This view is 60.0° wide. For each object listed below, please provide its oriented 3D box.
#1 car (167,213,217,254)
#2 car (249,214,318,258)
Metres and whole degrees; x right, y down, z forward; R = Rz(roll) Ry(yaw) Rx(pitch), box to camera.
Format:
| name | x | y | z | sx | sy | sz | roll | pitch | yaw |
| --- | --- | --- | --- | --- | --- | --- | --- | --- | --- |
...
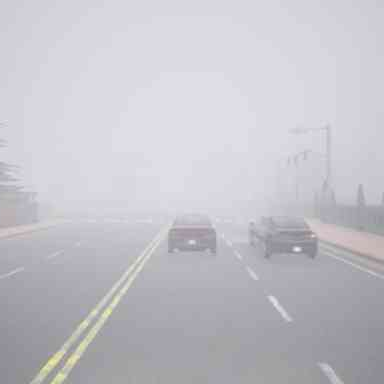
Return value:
| name | x | y | z | sx | sy | sz | roll | pitch | yaw |
| --- | --- | --- | --- | --- | --- | --- | --- | --- | --- |
| car | 0.023 | 1.637 | 14.226 | 1.882 | 1.535 | 5.008 | 0 | 0 | 0 |
| car | 3.516 | 1.658 | 13.484 | 1.837 | 1.490 | 4.892 | 0 | 0 | 0 |
